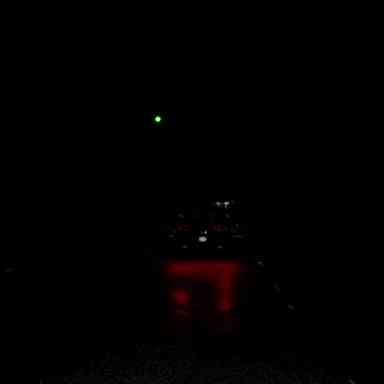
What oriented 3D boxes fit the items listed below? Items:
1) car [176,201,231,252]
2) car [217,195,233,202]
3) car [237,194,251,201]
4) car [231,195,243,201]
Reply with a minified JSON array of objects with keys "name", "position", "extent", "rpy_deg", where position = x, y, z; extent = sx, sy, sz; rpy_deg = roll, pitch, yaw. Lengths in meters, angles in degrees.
[{"name":"car","position":[0.474,1.331,13.188],"extent":[1.882,1.535,5.008],"rpy_deg":[0,1,3]},{"name":"car","position":[6.493,1.401,68.105],"extent":[1.812,1.442,4.674],"rpy_deg":[0,0,16]},{"name":"car","position":[11.852,1.125,73.658],"extent":[2.097,1.767,4.553],"rpy_deg":[0,0,19]},{"name":"car","position":[11.284,1.503,82.908],"extent":[2.033,1.411,5.357],"rpy_deg":[0,0,20]}]
